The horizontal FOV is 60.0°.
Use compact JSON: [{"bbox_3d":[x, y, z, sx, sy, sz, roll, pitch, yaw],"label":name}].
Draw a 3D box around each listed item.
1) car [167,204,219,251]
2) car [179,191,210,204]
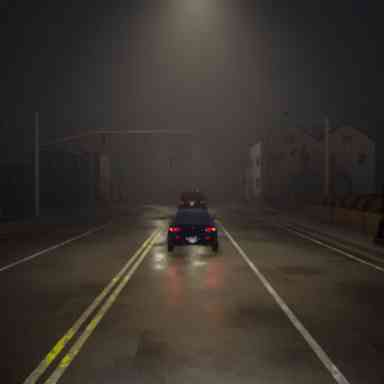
[{"bbox_3d":[0.042,1.388,13.219,1.812,1.442,4.674,0,0,1],"label":"car"},{"bbox_3d":[0.204,0.942,26.704,2.150,2.045,5.566,0,1,4],"label":"car"}]
